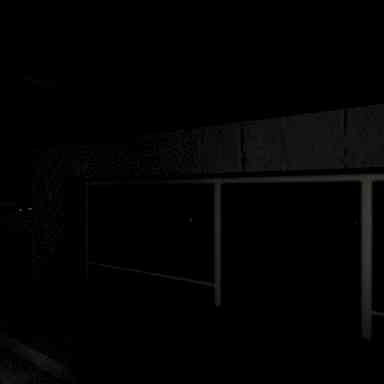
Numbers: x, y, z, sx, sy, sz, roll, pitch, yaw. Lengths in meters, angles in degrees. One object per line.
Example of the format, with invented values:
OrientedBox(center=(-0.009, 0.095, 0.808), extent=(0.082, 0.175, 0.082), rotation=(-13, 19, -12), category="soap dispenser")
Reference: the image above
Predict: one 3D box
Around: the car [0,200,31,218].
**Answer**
OrientedBox(center=(-15.210, 1.520, 30.666), extent=(1.837, 1.490, 4.892), rotation=(0, 0, 34), category="car")
